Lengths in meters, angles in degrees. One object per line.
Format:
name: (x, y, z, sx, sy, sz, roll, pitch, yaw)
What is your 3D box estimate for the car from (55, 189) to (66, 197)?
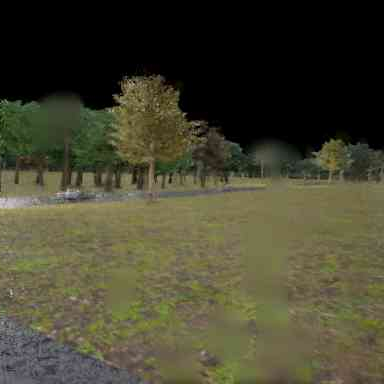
car: (-20.825, 0.192, 56.372, 1.812, 1.442, 4.674, 4, 5, 35)

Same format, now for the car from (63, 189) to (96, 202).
car: (-16.607, 0.642, 50.258, 1.994, 1.385, 4.181, 4, 4, 35)
